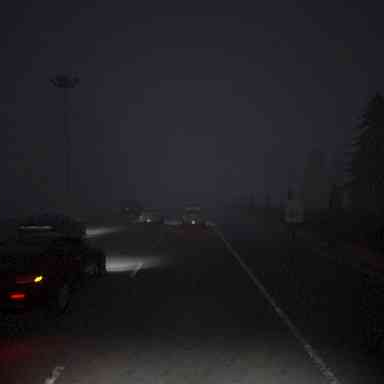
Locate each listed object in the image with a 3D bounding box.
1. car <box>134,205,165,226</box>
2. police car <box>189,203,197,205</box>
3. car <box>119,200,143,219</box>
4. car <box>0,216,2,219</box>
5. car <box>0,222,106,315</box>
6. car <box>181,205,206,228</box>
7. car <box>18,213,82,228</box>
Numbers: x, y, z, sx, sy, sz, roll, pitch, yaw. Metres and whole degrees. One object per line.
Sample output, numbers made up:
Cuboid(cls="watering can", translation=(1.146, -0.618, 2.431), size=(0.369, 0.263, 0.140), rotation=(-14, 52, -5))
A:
Cuboid(cls="car", translation=(-3.401, 2.068, 28.387), size=(1.812, 1.442, 4.674), rotation=(0, -1, 0))
Cuboid(cls="police car", translation=(0.098, 2.411, 47.480), size=(2.038, 1.542, 4.974), rotation=(0, -1, 0))
Cuboid(cls="car", translation=(-6.901, 1.948, 38.174), size=(2.150, 2.045, 5.566), rotation=(0, -1, 0))
Cuboid(cls="car", translation=(-14.016, 1.894, 20.932), size=(2.128, 1.511, 4.902), rotation=(0, -1, 0))
Cuboid(cls="car", translation=(-3.400, 1.675, 7.760), size=(1.812, 1.442, 4.674), rotation=(0, -1, 0))
Cuboid(cls="car", translation=(0.099, 2.031, 26.421), size=(1.812, 1.442, 4.674), rotation=(0, -1, 0))
Cuboid(cls="car", translation=(-6.901, 1.814, 16.810), size=(2.128, 1.511, 4.902), rotation=(0, -1, 0))
